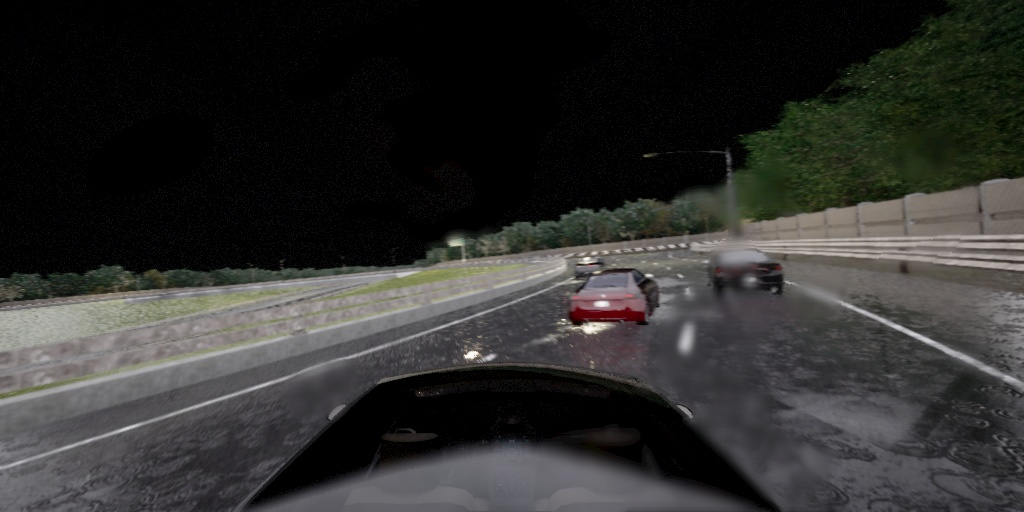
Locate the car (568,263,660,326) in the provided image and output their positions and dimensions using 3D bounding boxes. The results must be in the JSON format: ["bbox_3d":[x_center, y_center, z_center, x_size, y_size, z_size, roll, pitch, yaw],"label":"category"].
[{"bbox_3d":[3.068,1.048,10.427,1.994,1.385,4.181,-5,0,27],"label":"car"}]

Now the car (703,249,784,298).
[{"bbox_3d":[8.139,0.488,12.911,1.882,1.535,5.008,-5,0,25],"label":"car"}]

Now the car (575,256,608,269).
[{"bbox_3d":[5.499,0.793,24.807,2.128,1.511,4.902,-5,0,19],"label":"car"}]
